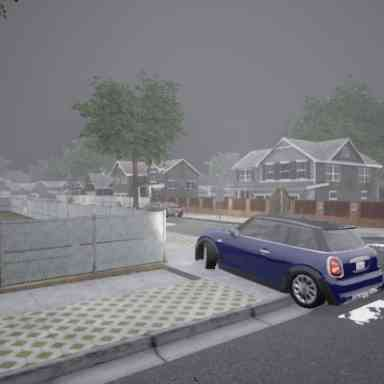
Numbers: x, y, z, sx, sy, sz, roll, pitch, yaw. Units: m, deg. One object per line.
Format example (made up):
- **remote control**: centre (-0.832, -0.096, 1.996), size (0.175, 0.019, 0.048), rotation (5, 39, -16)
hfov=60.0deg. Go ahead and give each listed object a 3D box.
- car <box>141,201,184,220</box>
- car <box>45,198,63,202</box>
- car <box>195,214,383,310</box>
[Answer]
- **car**: centre (-2.612, 1.537, 27.762), size (2.128, 1.511, 4.902), rotation (0, 0, -35)
- **car**: centre (-19.313, 1.593, 46.382), size (2.128, 1.511, 4.902), rotation (0, 0, -36)
- **car**: centre (2.055, 1.319, 8.222), size (2.097, 1.767, 4.553), rotation (1, 3, -36)
